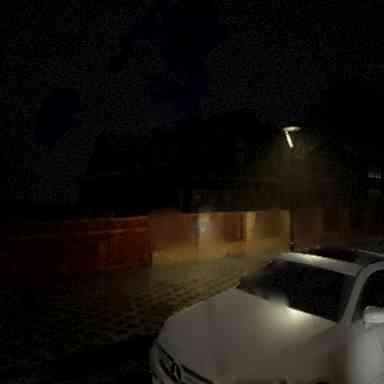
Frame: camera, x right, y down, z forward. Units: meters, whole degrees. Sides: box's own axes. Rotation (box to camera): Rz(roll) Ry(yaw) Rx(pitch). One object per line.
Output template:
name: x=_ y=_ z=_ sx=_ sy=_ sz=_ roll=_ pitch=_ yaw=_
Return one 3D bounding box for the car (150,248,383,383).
car: x=1.726 y=1.534 z=4.301 sx=4.674 sy=1.442 sz=1.812 roll=0 pitch=0 yaw=-35
